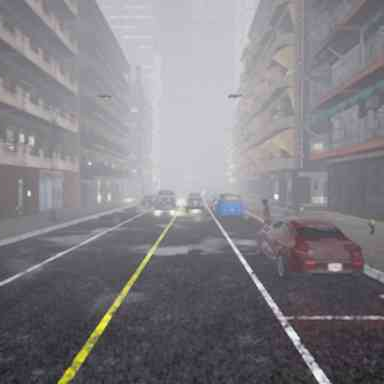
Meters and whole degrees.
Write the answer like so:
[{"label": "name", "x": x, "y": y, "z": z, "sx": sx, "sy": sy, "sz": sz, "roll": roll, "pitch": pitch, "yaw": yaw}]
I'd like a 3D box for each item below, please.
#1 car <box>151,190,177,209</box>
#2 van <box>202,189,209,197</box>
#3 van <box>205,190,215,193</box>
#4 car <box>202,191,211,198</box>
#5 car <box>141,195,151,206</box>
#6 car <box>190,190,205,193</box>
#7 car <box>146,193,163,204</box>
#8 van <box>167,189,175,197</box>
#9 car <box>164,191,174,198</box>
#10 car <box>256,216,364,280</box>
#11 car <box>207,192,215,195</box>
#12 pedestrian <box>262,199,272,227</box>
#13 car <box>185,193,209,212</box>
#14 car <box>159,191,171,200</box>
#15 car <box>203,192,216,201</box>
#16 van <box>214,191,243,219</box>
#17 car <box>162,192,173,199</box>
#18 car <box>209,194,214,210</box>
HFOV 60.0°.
[{"label": "car", "x": -2.830, "y": 0.746, "z": 36.886, "sx": 2.150, "sy": 2.045, "sz": 5.566, "roll": 0, "pitch": 0, "yaw": 1}, {"label": "van", "x": 3.262, "y": 0.299, "z": 81.402, "sx": 1.690, "sy": 1.788, "sz": 3.998, "roll": -1, "pitch": 1, "yaw": 0}, {"label": "van", "x": 3.061, "y": 0.653, "z": 53.395, "sx": 1.690, "sy": 1.788, "sz": 3.998, "roll": -1, "pitch": 1, "yaw": 0}, {"label": "car", "x": 3.226, "y": 0.551, "z": 75.973, "sx": 1.752, "sy": 1.417, "sz": 4.829, "roll": -1, "pitch": 1, "yaw": 0}, {"label": "car", "x": -5.397, "y": 1.018, "z": 42.284, "sx": 1.947, "sy": 1.339, "sz": 4.313, "roll": -1, "pitch": 1, "yaw": 0}, {"label": "car", "x": 0.366, "y": 0.764, "z": 45.430, "sx": 2.097, "sy": 1.767, "sz": 4.553, "roll": 0, "pitch": 1, "yaw": 1}, {"label": "car", "x": -5.357, "y": 0.926, "z": 47.886, "sx": 1.887, "sy": 1.381, "sz": 4.507, "roll": -1, "pitch": 1, "yaw": 0}, {"label": "van", "x": -5.118, "y": 0.296, "z": 81.491, "sx": 1.690, "sy": 1.788, "sz": 3.998, "roll": -1, "pitch": 1, "yaw": 0}, {"label": "car", "x": -5.155, "y": 0.577, "z": 75.893, "sx": 2.008, "sy": 1.369, "sz": 4.403, "roll": -1, "pitch": 1, "yaw": 0}, {"label": "car", "x": 3.068, "y": 1.403, "z": 9.394, "sx": 1.812, "sy": 1.442, "sz": 4.674, "roll": 0, "pitch": 1, "yaw": 0}, {"label": "car", "x": 2.943, "y": 1.071, "z": 36.594, "sx": 1.887, "sy": 1.381, "sz": 4.507, "roll": -1, "pitch": 1, "yaw": 0}, {"label": "pedestrian", "x": 2.756, "y": 1.135, "z": 12.201, "sx": 0.375, "sy": 1.860, "sz": 0.375, "roll": -1, "pitch": 2, "yaw": -3}, {"label": "car", "x": 0.308, "y": 1.136, "z": 31.729, "sx": 2.033, "sy": 1.411, "sz": 5.357, "roll": 0, "pitch": 1, "yaw": 1}, {"label": "car", "x": -5.237, "y": 0.608, "z": 64.689, "sx": 1.967, "sy": 1.590, "sz": 4.097, "roll": -1, "pitch": 1, "yaw": 0}, {"label": "car", "x": 3.104, "y": 0.792, "z": 59.000, "sx": 2.008, "sy": 1.369, "sz": 4.403, "roll": -1, "pitch": 1, "yaw": 0}, {"label": "van", "x": 2.860, "y": 1.012, "z": 25.389, "sx": 1.690, "sy": 1.788, "sz": 3.998, "roll": -1, "pitch": 1, "yaw": 0}, {"label": "car", "x": -5.195, "y": 0.662, "z": 70.291, "sx": 1.947, "sy": 1.339, "sz": 4.313, "roll": -1, "pitch": 1, "yaw": 0}, {"label": "car", "x": 2.903, "y": 1.149, "z": 30.992, "sx": 2.008, "sy": 1.369, "sz": 4.403, "roll": -1, "pitch": 1, "yaw": 0}]
